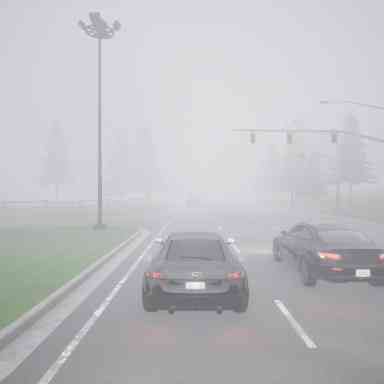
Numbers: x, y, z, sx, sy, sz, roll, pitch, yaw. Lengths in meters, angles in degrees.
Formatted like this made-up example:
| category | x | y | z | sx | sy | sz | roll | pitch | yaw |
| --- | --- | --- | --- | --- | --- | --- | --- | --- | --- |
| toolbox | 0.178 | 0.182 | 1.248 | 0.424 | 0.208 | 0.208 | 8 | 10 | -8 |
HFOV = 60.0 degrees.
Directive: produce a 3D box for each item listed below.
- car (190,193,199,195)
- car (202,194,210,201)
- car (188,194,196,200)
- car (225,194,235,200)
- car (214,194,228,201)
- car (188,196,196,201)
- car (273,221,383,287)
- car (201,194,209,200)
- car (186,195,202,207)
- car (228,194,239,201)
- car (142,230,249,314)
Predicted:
| category | x | y | z | sx | sy | sz | roll | pitch | yaw |
| --- | --- | --- | --- | --- | --- | --- | --- | --- | --- |
| car | 0.429 | 1.223 | 66.006 | 2.150 | 2.045 | 5.566 | 0 | 0 | 0 |
| car | 3.518 | 1.545 | 82.166 | 1.994 | 1.385 | 4.181 | 0 | 0 | 0 |
| car | 0.020 | 1.358 | 92.170 | 2.128 | 1.511 | 4.902 | 0 | 0 | 0 |
| car | 10.520 | 1.372 | 92.168 | 2.033 | 1.411 | 5.357 | 0 | 0 | 0 |
| car | 7.018 | 1.517 | 82.165 | 1.812 | 1.442 | 4.674 | 0 | 0 | 0 |
| car | 0.018 | 1.588 | 82.197 | 1.895 | 1.301 | 4.718 | 0 | 0 | 0 |
| car | 3.581 | 1.526 | 9.233 | 1.812 | 1.442 | 4.674 | 0 | 0 | 0 |
| car | 3.520 | 1.358 | 92.169 | 2.128 | 1.511 | 4.902 | 0 | 0 | 0 |
| car | 0.011 | 1.548 | 51.130 | 2.033 | 1.411 | 5.357 | 0 | 0 | 0 |
| car | 10.518 | 1.517 | 82.164 | 1.812 | 1.442 | 4.674 | 0 | 0 | 0 |
| car | 0.072 | 1.564 | 7.687 | 1.994 | 1.385 | 4.181 | 0 | 0 | 0 |
